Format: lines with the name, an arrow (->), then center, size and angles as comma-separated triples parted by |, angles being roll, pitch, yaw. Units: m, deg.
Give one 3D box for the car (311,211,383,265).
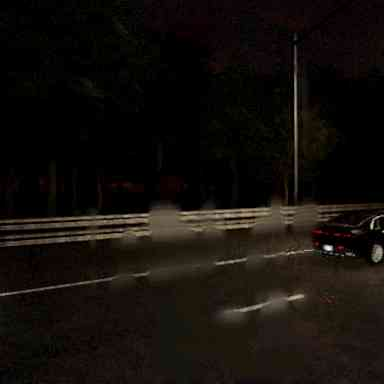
car -> 6.183, 1.415, 11.289 | 4.892, 1.490, 1.837 | -1, 0, -31
